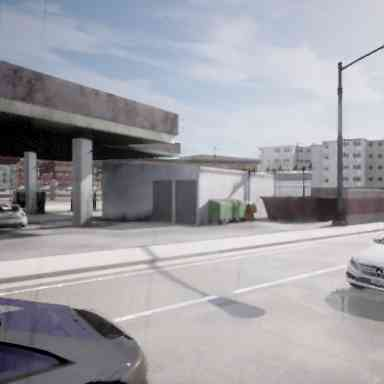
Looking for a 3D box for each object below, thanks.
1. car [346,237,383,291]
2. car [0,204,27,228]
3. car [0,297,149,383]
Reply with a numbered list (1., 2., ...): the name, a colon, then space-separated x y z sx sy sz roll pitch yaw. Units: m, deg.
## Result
1. car: 5.676 1.554 8.095 4.674 1.442 1.812 0 0 -35
2. car: -11.793 1.491 21.192 1.970 1.475 3.806 0 0 -35
3. car: -2.347 1.567 2.268 4.181 1.385 1.994 0 0 -36
